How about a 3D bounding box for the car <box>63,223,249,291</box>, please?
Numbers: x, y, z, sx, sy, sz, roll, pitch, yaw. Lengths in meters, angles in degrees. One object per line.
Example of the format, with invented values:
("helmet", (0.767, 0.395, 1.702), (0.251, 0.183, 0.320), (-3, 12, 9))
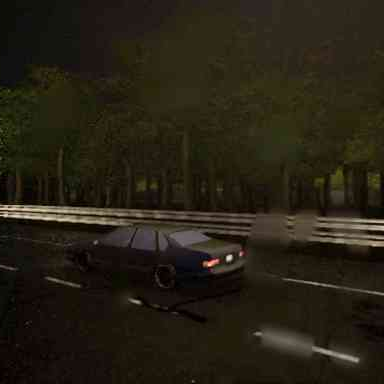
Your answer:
("car", (-1.197, 1.558, 9.027), (5.357, 1.411, 2.033), (0, 0, 36))
